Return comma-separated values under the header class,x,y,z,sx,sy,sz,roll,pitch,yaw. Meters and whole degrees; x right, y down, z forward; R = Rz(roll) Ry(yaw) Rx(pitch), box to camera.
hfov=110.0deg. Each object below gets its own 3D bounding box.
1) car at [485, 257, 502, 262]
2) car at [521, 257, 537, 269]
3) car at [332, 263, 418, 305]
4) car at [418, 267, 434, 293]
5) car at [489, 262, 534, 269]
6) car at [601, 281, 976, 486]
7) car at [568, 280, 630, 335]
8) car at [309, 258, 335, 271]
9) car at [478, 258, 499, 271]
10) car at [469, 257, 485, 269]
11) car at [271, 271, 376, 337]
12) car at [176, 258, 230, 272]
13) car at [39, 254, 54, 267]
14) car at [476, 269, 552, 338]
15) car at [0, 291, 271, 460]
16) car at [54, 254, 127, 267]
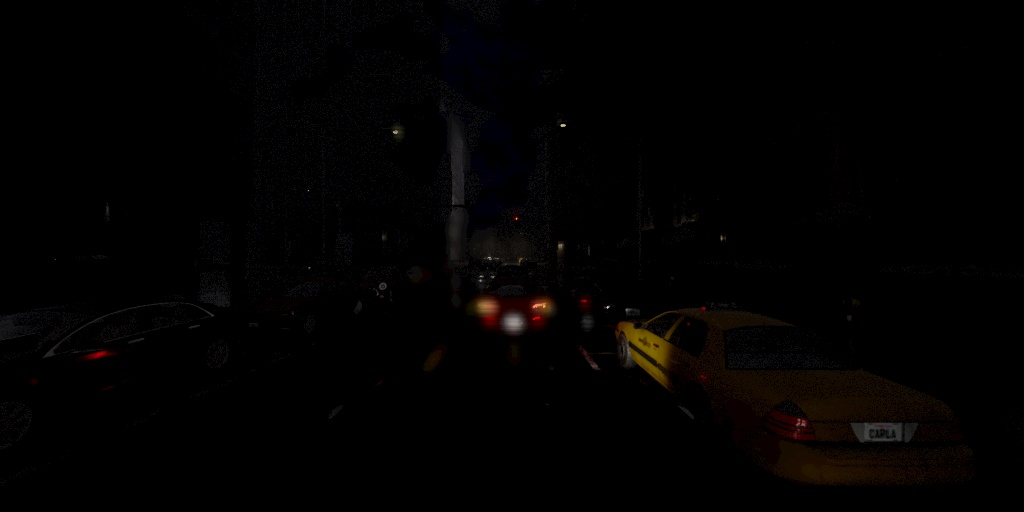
class,x,y,z,sx,sy,sz,roll,pitch,yaw
car,-3.133,1.328,57.953,1.994,1.385,4.181,0,0,0
car,2.719,1.201,53.145,1.967,1.591,4.097,0,0,0
car,-5.774,1.190,15.711,1.967,1.591,4.097,0,0,0
car,-5.778,1.277,20.997,1.751,1.417,4.829,0,0,0
car,0.004,1.256,18.964,1.837,1.490,4.892,0,0,0
car,2.761,1.275,4.976,1.751,1.417,4.829,0,0,0
car,2.756,1.316,10.263,1.948,1.339,4.313,0,0,0
car,-15.792,0.964,32.622,4.902,1.511,2.128,1,0,0
car,-3.138,1.285,47.985,1.812,1.442,4.674,0,0,0
car,-5.811,1.079,58.575,2.192,1.841,5.009,0,0,0
car,-5.769,1.295,10.254,1.888,1.381,4.507,0,0,0
car,-27.413,0.846,32.591,4.718,1.301,1.895,1,0,0
car,-48.218,0.417,35.684,4.181,1.385,1.994,1,0,0
car,0.063,1.276,10.097,1.812,1.442,4.674,0,0,0
car,-5.764,1.300,4.797,2.007,1.370,4.403,0,0,0
car,-37.929,0.571,32.562,4.674,1.442,1.812,1,0,0
